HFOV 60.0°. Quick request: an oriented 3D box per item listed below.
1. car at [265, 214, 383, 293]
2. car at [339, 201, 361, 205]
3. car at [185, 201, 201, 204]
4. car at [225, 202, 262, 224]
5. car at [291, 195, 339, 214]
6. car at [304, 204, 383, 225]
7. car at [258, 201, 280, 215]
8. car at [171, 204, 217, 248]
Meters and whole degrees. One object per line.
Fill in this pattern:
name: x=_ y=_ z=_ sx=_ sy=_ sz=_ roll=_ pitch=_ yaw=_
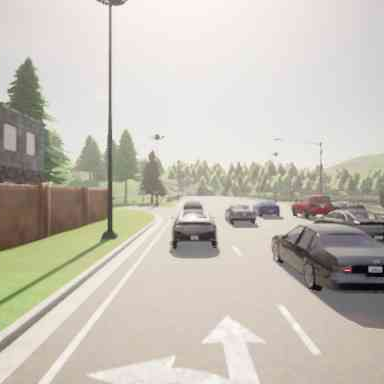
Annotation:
car: x=3.598 y=1.572 z=9.031 sx=2.033 sy=1.411 sz=5.357 roll=0 pitch=0 yaw=0
car: x=14.101 y=1.573 z=30.624 sx=2.128 sy=1.511 sz=4.902 roll=0 pitch=0 yaw=0
car: x=0.101 y=1.563 z=32.227 sx=1.882 sy=1.535 sz=5.008 roll=0 pitch=0 yaw=0
car: x=3.599 y=1.615 z=25.292 sx=2.033 sy=1.411 sz=5.357 roll=0 pitch=0 yaw=0
car: x=10.602 y=1.300 z=29.664 sx=2.150 sy=2.045 sz=5.566 roll=0 pitch=0 yaw=0
car: x=7.100 y=1.532 z=15.044 sx=2.128 sy=1.511 sz=4.902 roll=0 pitch=0 yaw=0
car: x=7.101 y=1.563 z=32.231 sx=1.882 sy=1.535 sz=5.008 roll=0 pitch=0 yaw=0
car: x=0.097 y=1.532 z=15.055 sx=2.128 sy=1.511 sz=4.902 roll=0 pitch=0 yaw=0
